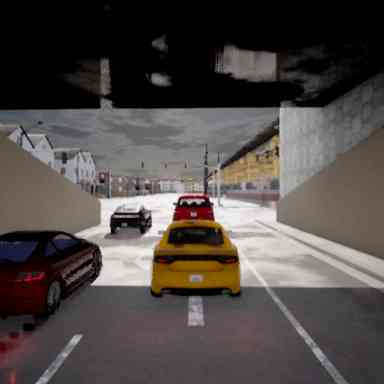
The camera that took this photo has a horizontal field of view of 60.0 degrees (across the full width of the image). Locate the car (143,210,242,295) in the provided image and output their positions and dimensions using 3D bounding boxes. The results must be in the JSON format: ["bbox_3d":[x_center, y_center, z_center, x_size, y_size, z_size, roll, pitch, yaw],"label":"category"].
[{"bbox_3d":[0.082,1.452,8.662,1.882,1.535,5.008,0,0,0],"label":"car"}]

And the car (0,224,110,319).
[{"bbox_3d":[-3.424,1.541,7.406,1.994,1.385,4.181,0,0,0],"label":"car"}]

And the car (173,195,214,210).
[{"bbox_3d":[0.087,1.168,18.645,2.150,2.045,5.566,0,0,0],"label":"car"}]

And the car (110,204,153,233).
[{"bbox_3d":[-3.415,1.436,19.236,2.128,1.511,4.902,0,0,0],"label":"car"}]
